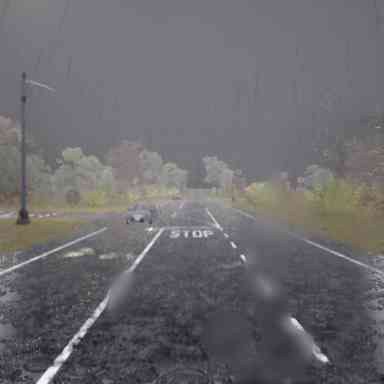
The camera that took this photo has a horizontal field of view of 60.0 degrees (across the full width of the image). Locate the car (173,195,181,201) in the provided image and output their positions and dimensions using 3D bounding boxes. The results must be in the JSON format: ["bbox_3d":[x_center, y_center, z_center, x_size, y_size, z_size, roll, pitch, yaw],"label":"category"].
[{"bbox_3d":[-3.455,1.449,76.857,1.895,1.301,4.718,0,0,0],"label":"car"}]

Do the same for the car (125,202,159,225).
[{"bbox_3d":[-3.503,1.462,23.858,2.128,1.511,4.902,0,0,0],"label":"car"}]
